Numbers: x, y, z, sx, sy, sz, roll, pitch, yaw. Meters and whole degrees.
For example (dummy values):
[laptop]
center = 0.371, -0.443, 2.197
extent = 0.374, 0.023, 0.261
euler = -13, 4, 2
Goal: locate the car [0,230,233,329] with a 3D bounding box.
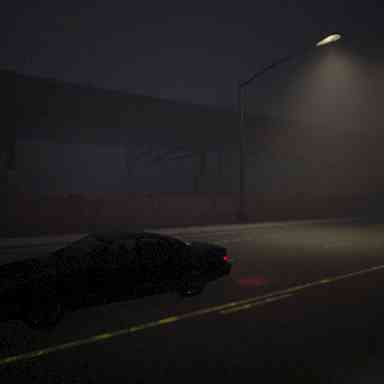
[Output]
[car]
center = -1.583, 1.575, 7.164
extent = 5.357, 1.411, 2.033
euler = 1, 0, -36
